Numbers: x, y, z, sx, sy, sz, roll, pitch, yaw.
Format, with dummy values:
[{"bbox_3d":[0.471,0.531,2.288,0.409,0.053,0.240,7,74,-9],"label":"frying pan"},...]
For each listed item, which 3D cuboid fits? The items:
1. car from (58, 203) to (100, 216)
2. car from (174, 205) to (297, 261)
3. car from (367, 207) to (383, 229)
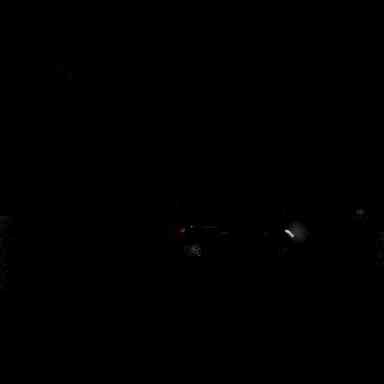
[{"bbox_3d":[-13.253,2.003,39.148,2.128,1.511,4.902,-1,-1,45],"label":"car"},{"bbox_3d":[1.586,1.518,12.670,4.553,1.767,2.097,0,-1,-6],"label":"car"},{"bbox_3d":[14.013,1.805,23.958,2.128,1.511,4.902,0,-1,18],"label":"car"}]
